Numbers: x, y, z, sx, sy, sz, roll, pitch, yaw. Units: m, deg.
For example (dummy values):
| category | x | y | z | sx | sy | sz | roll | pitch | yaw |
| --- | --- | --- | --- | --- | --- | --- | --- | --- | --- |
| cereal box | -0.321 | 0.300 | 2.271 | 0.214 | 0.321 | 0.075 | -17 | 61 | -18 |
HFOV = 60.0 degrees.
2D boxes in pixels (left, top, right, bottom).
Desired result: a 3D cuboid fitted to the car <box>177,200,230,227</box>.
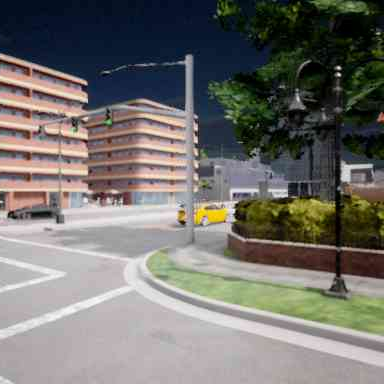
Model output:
| category | x | y | z | sx | sy | sz | roll | pitch | yaw |
| --- | --- | --- | --- | --- | --- | --- | --- | --- | --- |
| car | 0.954 | 1.558 | 24.012 | 1.882 | 1.535 | 5.008 | 0 | 0 | 36 |

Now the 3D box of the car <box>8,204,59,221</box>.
| category | x | y | z | sx | sy | sz | roll | pitch | yaw |
| --- | --- | --- | --- | --- | --- | --- | --- | --- | --- |
| car | -13.847 | 1.734 | 29.318 | 1.994 | 1.385 | 4.181 | 0 | 0 | 36 |
